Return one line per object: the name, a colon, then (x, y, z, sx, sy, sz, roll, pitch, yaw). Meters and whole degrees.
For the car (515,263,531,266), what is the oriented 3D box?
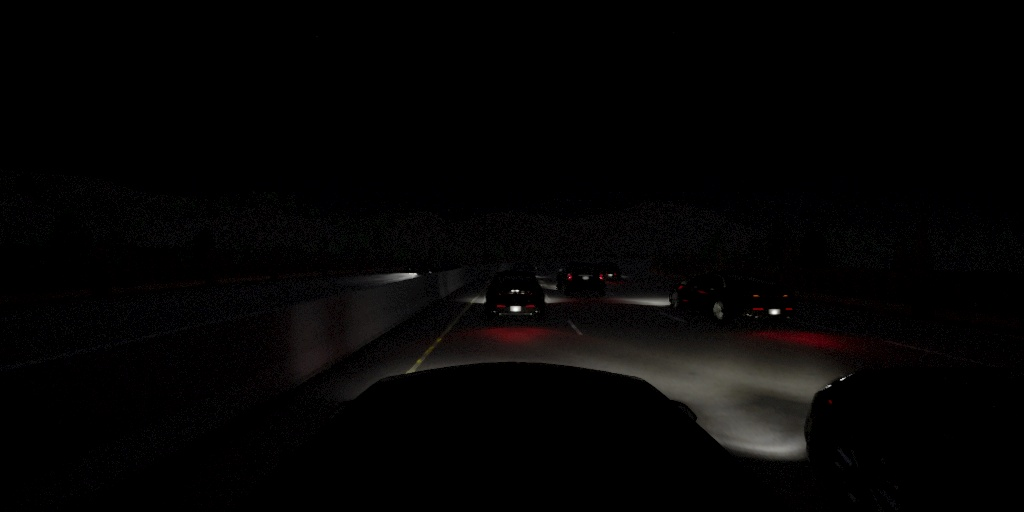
car: (1.057, 1.309, 30.752, 2.033, 1.411, 5.357, 0, 0, 8)

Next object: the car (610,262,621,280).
car: (8.219, 1.266, 31.038, 1.837, 1.490, 4.892, 0, 0, 8)

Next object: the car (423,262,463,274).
car: (-5.905, 1.310, 32.705, 2.033, 1.411, 5.357, 0, 0, 9)

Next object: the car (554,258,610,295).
car: (3.718, 1.109, 19.857, 2.097, 1.767, 4.553, 0, 0, 2)

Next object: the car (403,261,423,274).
car: (-11.110, 1.331, 42.373, 1.994, 1.385, 4.181, 0, 0, 13)

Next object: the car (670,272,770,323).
car: (7.104, 1.259, 12.121, 1.837, 1.490, 4.892, 0, 0, 0)

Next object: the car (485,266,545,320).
car: (0.104, 1.259, 12.678, 1.837, 1.490, 4.892, 0, 0, 0)

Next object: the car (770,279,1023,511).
car: (3.599, 1.102, 1.231, 2.097, 1.767, 4.553, 0, 0, 0)
